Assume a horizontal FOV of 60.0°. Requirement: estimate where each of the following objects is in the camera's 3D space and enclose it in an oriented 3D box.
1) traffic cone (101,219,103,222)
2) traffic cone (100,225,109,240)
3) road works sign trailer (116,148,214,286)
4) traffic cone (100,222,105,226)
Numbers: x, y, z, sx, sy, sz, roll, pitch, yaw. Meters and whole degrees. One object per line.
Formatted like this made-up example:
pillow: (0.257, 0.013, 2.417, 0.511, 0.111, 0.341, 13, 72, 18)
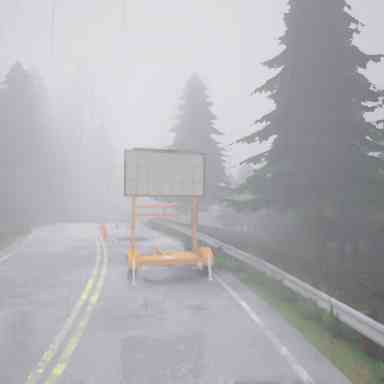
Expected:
traffic cone: (-5.361, 2.063, 19.990, 0.340, 0.580, 0.340, 2, -1, -17)
traffic cone: (-4.195, 2.040, 16.163, 0.340, 0.580, 0.340, 1, -1, -17)
road works sign trailer: (-0.837, 0.541, 9.840, 2.380, 3.560, 2.880, 1, 0, -16)
traffic cone: (-4.776, 2.047, 18.073, 0.340, 0.580, 0.340, 2, 0, -17)
